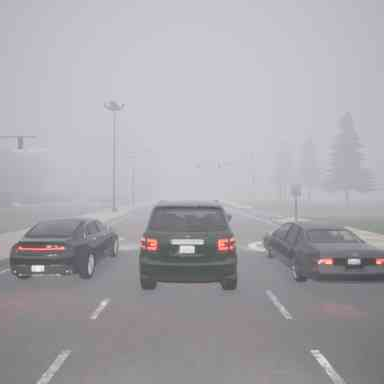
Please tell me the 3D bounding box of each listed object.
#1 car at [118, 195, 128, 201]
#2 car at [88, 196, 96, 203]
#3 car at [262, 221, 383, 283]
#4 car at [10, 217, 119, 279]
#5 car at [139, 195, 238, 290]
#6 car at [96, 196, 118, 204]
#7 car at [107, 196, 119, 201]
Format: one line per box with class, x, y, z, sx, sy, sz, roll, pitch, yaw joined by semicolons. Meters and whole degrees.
car;-16.625;1.524;80.414;2.128;1.511;4.902;0;0;0
car;-20.076;1.552;68.871;1.994;1.385;4.181;0;0;0
car;3.469;1.547;9.672;2.033;1.411;5.357;0;0;0
car;-3.534;1.505;10.037;1.837;1.490;4.892;0;0;0
car;-0.043;1.221;9.215;2.150;2.045;5.566;0;0;1
car;-16.577;1.547;64.964;2.033;1.411;5.357;0;0;0
car;-20.145;1.594;85.206;1.895;1.301;4.718;0;0;0
